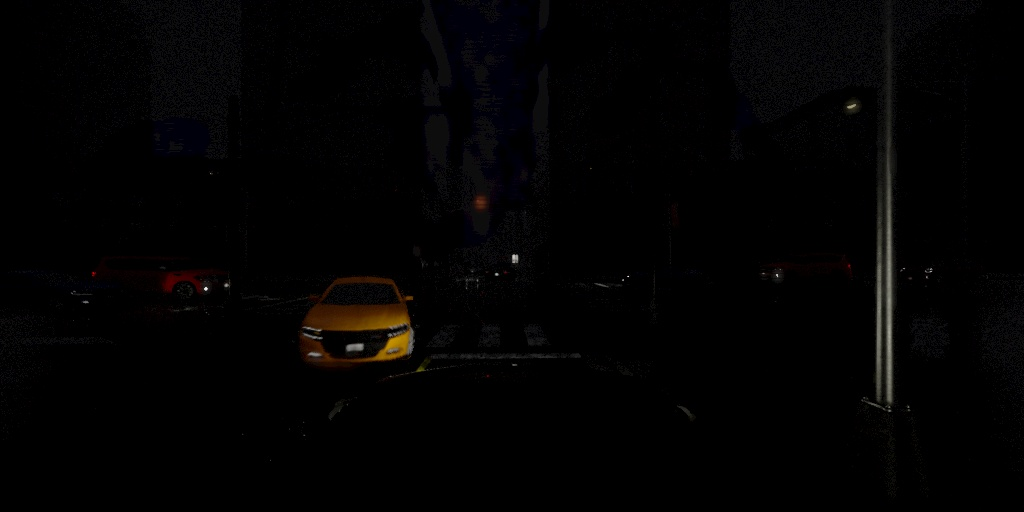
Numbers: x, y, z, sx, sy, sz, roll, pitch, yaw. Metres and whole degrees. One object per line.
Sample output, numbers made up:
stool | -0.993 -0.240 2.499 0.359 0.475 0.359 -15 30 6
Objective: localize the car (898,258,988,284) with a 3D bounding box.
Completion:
car | 30.072 0.982 25.122 4.553 1.767 2.097 0 0 -2

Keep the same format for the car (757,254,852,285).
car | 20.180 0.883 24.826 5.566 2.045 2.150 0 0 -2

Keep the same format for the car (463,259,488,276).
car | -3.982 1.260 37.514 2.128 1.511 4.902 0 0 -2

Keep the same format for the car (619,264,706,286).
car | 10.222 1.244 24.519 5.357 1.411 2.033 0 0 -2

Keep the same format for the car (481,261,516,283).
car | -0.866 1.322 28.345 1.994 1.385 4.181 0 0 7

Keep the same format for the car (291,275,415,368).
car | -3.384 1.227 8.254 1.882 1.535 5.008 2 -1 -19

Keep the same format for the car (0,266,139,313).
car | -17.903 1.289 13.694 5.008 1.535 1.882 0 0 -2

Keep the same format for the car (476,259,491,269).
car | -4.542 1.282 58.289 2.128 1.511 4.902 0 0 -1

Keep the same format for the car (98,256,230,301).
car | -16.345 1.022 16.996 5.566 2.045 2.150 0 0 -2

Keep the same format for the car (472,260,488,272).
car | -4.263 1.285 47.893 1.837 1.490 4.892 0 0 -2
